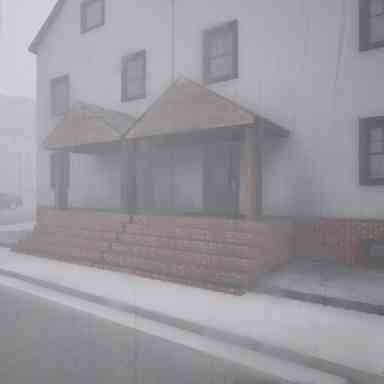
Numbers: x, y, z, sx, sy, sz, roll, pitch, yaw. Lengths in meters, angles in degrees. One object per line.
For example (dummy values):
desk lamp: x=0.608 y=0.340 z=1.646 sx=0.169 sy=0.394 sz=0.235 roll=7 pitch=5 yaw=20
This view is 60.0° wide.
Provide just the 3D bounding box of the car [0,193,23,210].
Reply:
car: x=-16.187 y=0.891 z=26.550 sx=1.837 sy=1.490 sz=4.892 roll=0 pitch=7 yaw=35
